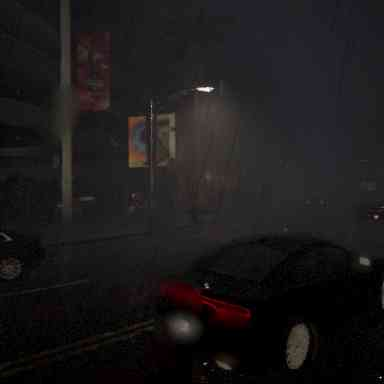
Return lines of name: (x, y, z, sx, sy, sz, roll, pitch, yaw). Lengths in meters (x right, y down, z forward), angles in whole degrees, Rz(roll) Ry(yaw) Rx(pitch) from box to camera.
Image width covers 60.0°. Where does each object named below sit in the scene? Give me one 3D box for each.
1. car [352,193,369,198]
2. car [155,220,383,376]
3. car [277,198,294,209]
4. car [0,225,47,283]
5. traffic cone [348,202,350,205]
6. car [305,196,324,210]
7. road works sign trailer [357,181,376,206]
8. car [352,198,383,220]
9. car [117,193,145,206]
car: (36.284, 1.062, 71.309, 2.185, 1.767, 4.553, -1, 0, 19)
car: (1.718, 1.467, 5.707, 5.008, 1.535, 1.882, 0, 0, -42)
car: (12.378, 1.456, 43.860, 2.033, 1.411, 5.357, -1, 0, 19)
car: (-6.263, 1.566, 8.268, 4.892, 1.490, 1.837, 0, 1, -38)
traffic cone: (25.544, 1.752, 54.147, 0.340, 0.580, 0.340, -1, 0, 19)
car: (15.217, 1.235, 41.342, 2.097, 1.767, 4.553, -1, 0, 19)
road works sign trailer: (24.663, 0.266, 47.044, 2.380, 3.560, 2.880, -1, 0, 19)
car: (13.190, 1.400, 24.513, 1.837, 1.490, 4.892, 0, 0, 21)
car: (-8.722, 1.126, 47.772, 2.435, 2.045, 5.566, -1, 0, 19)
